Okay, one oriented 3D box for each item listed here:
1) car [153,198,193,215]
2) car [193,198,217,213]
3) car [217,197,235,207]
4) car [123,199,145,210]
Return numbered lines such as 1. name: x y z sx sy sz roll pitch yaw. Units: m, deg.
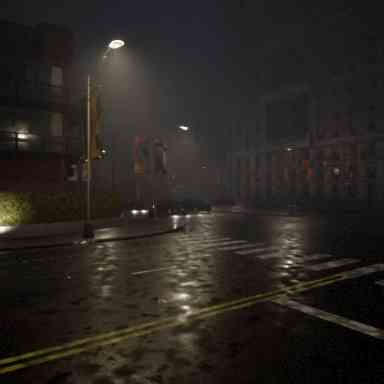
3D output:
1. car: -2.318 1.505 34.641 1.837 1.490 4.892 0 0 -35
2. car: 0.206 1.477 37.142 1.882 1.535 5.008 0 0 -35
3. car: 4.503 1.477 51.384 1.882 1.535 5.008 0 0 -35
4. car: -7.590 1.564 42.230 1.994 1.385 4.181 0 0 -35
